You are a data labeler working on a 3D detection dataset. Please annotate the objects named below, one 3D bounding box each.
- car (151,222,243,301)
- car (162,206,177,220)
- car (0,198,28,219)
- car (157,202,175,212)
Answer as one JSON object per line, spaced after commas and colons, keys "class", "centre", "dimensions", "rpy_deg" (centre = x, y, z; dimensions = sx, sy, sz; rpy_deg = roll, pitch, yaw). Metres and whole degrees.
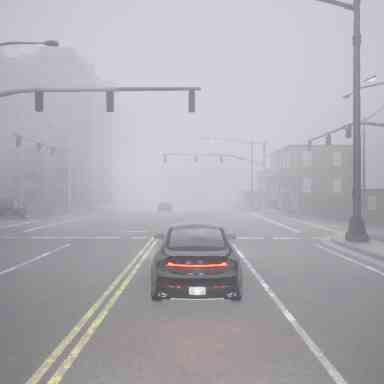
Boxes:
{"class": "car", "centre": [0.092, 1.505, 8.316], "dimensions": [1.837, 1.490, 4.892], "rpy_deg": [0, 0, 0]}
{"class": "car", "centre": [-3.642, 3.522, 54.959], "dimensions": [2.128, 1.511, 4.902], "rpy_deg": [0, -12, 0]}
{"class": "car", "centre": [-16.739, 1.352, 28.599], "dimensions": [4.553, 1.767, 2.097], "rpy_deg": [0, 0, 1]}
{"class": "car", "centre": [-3.642, 2.066, 45.551], "dimensions": [1.837, 1.490, 4.892], "rpy_deg": [0, -5, 0]}
